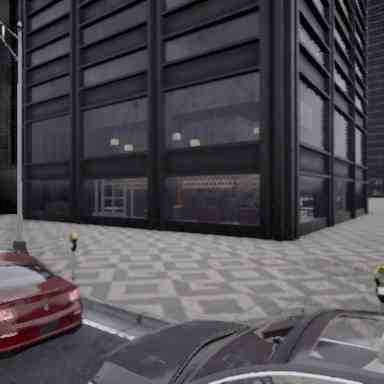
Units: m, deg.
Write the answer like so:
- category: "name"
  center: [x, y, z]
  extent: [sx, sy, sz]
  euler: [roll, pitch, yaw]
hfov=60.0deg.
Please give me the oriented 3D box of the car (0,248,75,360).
- category: "car"
  center: [-3.531, 1.606, 5.484]
  extent: [4.206, 1.307, 1.802]
  euler: [0, 0, 36]

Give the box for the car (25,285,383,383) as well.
- category: "car"
  center: [1.056, 1.552, 2.209]
  extent: [4.403, 1.369, 2.008]
  euler: [0, 0, 36]
